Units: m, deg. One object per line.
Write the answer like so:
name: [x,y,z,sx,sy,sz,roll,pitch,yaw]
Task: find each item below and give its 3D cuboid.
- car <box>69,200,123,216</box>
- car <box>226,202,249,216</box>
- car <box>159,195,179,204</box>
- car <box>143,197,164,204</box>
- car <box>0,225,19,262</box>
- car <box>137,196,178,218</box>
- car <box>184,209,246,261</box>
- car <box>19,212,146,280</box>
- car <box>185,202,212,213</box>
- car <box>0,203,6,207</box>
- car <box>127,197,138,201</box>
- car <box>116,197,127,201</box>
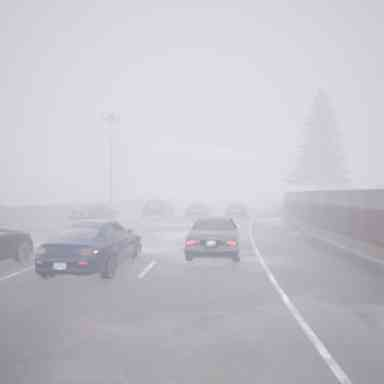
car: [-7.668,1.600,26.343,2.033,1.411,5.357,0,0,11]
car: [4.302,1.658,31.512,1.994,1.385,4.181,0,0,14]
car: [-4.598,1.525,67.700,2.097,1.767,4.553,0,0,27]
car: [-7.931,1.760,68.867,1.895,1.301,4.718,0,0,27]
car: [-6.413,1.502,9.333,2.128,1.511,4.902,0,0,4]
car: [-3.015,1.428,31.057,2.097,1.767,4.553,0,0,13]
car: [0.837,1.583,12.463,2.033,1.411,5.357,0,0,6]
car: [-2.861,1.546,9.961,1.812,1.442,4.674,0,0,5]
car: [0.742,1.650,31.679,1.994,1.385,4.181,0,0,14]
car: [-17.994,1.636,29.122,1.895,1.301,4.718,0,0,12]
car: [-11.154,1.712,70.229,1.994,1.385,4.181,0,0,25]
car: [-14.404,1.750,71.536,1.895,1.301,4.718,0,0,25]
